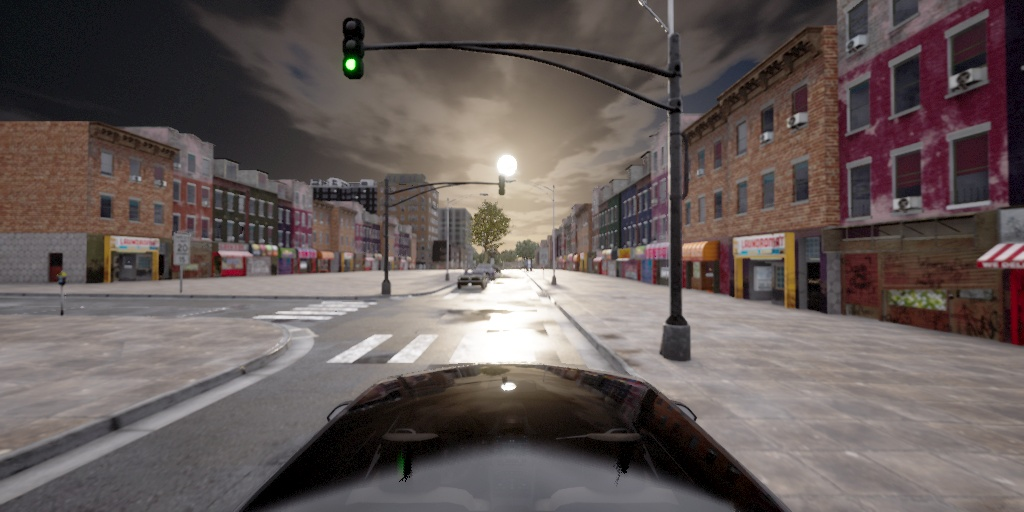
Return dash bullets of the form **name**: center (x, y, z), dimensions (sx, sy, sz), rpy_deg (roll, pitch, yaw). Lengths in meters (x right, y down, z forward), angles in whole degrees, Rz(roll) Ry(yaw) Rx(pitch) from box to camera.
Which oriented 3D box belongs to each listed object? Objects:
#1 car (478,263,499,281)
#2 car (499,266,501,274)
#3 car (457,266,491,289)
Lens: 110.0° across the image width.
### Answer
- **car**: center (-2.751, 1.512, 36.249), dimensions (2.097, 1.767, 4.553), rpy_deg (0, -1, 0)
- **car**: center (-2.661, 2.062, 55.726), dimensions (1.895, 1.301, 4.718), rpy_deg (0, -1, 1)
- **car**: center (-2.786, 1.619, 25.985), dimensions (1.895, 1.301, 4.718), rpy_deg (0, -1, 0)
